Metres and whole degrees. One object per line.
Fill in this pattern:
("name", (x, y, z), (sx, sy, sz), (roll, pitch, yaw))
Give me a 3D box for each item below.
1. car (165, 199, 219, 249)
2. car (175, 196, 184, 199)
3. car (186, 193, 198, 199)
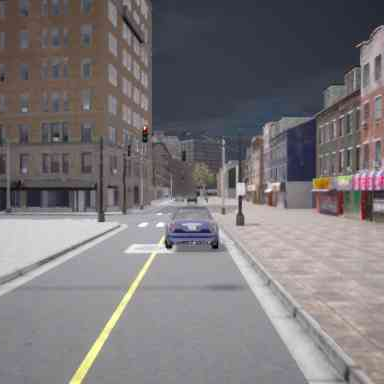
("car", (0.000, 1.366, 14.621), (2.097, 1.767, 4.553), (0, 0, 0))
("car", (-2.750, 1.558, 72.615), (1.994, 1.385, 4.181), (0, 0, 0))
("car", (0.000, 1.284, 66.352), (2.150, 2.045, 5.566), (0, 0, 0))
